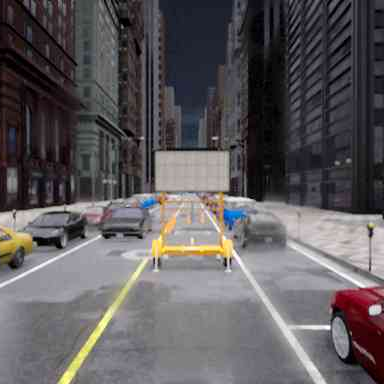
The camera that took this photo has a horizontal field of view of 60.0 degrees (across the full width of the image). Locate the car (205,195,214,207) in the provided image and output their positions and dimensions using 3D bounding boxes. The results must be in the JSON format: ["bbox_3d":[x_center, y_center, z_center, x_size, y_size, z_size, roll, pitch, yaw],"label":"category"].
[{"bbox_3d":[2.796,1.388,36.722,2.008,1.369,4.403,0,0,0],"label":"car"}]

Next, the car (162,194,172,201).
[{"bbox_3d":[-5.691,1.240,76.169,1.887,1.381,4.507,0,0,0],"label":"car"}]

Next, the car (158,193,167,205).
[{"bbox_3d":[-5.713,1.087,53.622,2.192,1.841,5.009,0,0,0],"label":"car"}]

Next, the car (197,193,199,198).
[{"bbox_3d":[2.839,1.202,81.981,1.752,1.417,4.829,0,0,0],"label":"car"}]

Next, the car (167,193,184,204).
[{"bbox_3d":[-3.022,0.982,56.901,2.150,2.045,5.566,0,0,0],"label":"car"}]

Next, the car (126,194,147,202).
[{"bbox_3d":[-5.735,1.300,31.077,1.967,1.590,4.097,0,0,0],"label":"car"}]

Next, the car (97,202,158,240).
[{"bbox_3d":[-3.082,1.468,16.904,2.033,1.411,5.357,0,0,0],"label":"car"}]

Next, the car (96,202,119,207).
[{"bbox_3d":[-5.745,1.489,19.805,1.802,1.307,4.206,0,0,0],"label":"car"}]

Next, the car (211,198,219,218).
[{"bbox_3d":[2.785,1.434,25.449,2.008,1.369,4.403,0,0,0],"label":"car"}]

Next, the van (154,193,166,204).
[{"bbox_3d":[-5.708,1.093,59.258,1.690,1.788,3.998,0,0,0],"label":"van"}]

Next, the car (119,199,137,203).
[{"bbox_3d":[-5.740,1.449,25.441,1.947,1.339,4.313,0,0,0],"label":"car"}]

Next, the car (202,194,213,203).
[{"bbox_3d":[2.807,1.338,47.993,1.887,1.381,4.507,0,0,0],"label":"car"}]

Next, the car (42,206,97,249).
[{"bbox_3d":[-5.750,1.498,14.167,1.947,1.339,4.313,0,0,0],"label":"car"}]

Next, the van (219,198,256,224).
[{"bbox_3d":[2.780,1.248,19.812,1.690,1.788,3.998,0,0,0],"label":"van"}]

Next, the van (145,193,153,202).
[{"bbox_3d":[-5.729,1.178,36.713,1.690,1.788,3.998,0,0,0],"label":"van"}]

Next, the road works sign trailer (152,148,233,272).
[{"bbox_3d":[0.010,0.413,10.559,2.380,3.560,2.880,0,0,0],"label":"road works sign trailer"}]

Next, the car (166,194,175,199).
[{"bbox_3d":[-5.680,1.226,87.443,1.947,1.339,4.313,0,0,0],"label":"car"}]

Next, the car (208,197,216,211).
[{"bbox_3d":[2.791,1.441,31.085,1.802,1.307,4.206,0,0,0],"label":"car"}]

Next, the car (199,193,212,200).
[{"bbox_3d":[2.817,1.067,59.265,2.192,1.841,5.009,0,0,0],"label":"car"}]

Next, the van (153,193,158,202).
[{"bbox_3d":[-5.724,1.156,42.349,1.690,1.788,3.998,0,0,0],"label":"van"}]

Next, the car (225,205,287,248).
[{"bbox_3d":[2.775,1.483,14.176,2.008,1.369,4.403,0,0,0],"label":"car"}]

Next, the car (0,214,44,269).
[{"bbox_3d":[-5.756,1.485,8.361,1.752,1.417,4.829,0,0,0],"label":"car"}]

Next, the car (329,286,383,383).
[{"bbox_3d":[2.764,1.530,2.904,1.887,1.381,4.507,0,0,0],"label":"car"}]
